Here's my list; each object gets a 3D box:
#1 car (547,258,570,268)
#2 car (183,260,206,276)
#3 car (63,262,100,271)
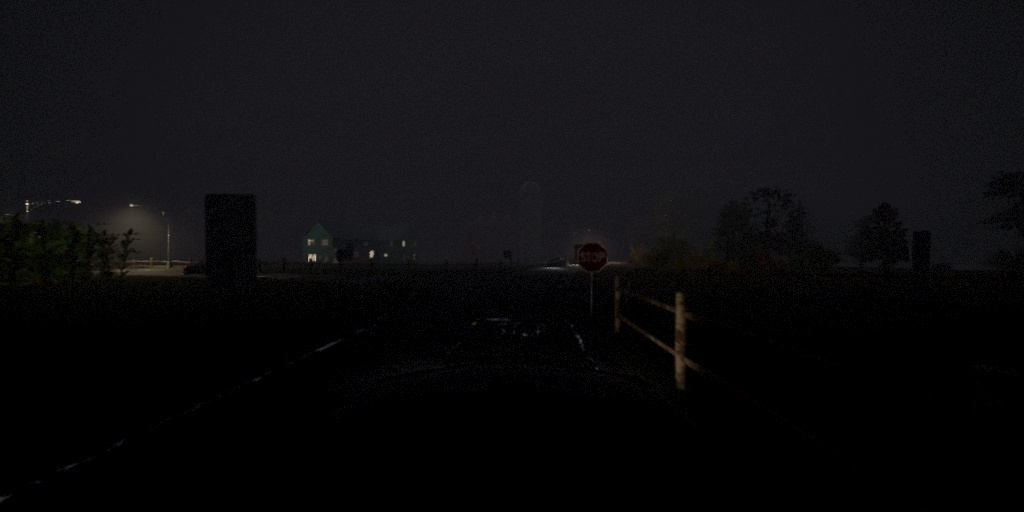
[{"bbox_3d":[6.538,0.951,52.216,2.033,1.411,5.357,0,0,20],"label":"car"},{"bbox_3d":[-27.460,1.063,32.432,4.181,1.385,1.994,0,1,20],"label":"car"},{"bbox_3d":[-48.512,0.988,39.925,5.357,1.411,2.033,0,1,20],"label":"car"}]
